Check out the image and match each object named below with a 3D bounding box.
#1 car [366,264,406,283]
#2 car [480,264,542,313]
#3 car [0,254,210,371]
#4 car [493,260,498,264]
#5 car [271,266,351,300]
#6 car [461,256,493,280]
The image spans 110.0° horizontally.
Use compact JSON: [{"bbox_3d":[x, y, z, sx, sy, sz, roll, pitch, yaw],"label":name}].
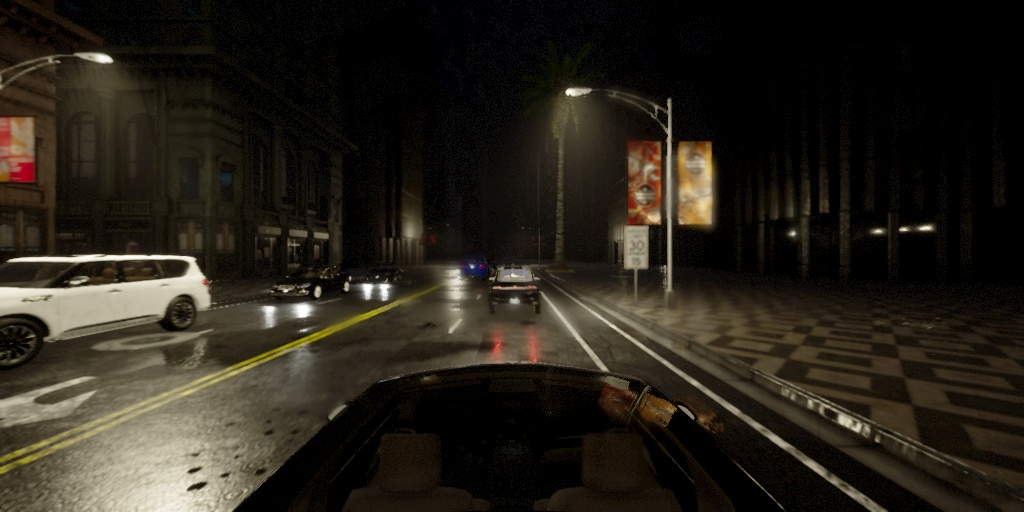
[{"bbox_3d":[-9.743,1.336,27.918,1.994,1.385,4.181,0,0,0],"label":"car"},{"bbox_3d":[0.104,1.252,13.959,2.128,1.511,4.902,0,0,0],"label":"car"},{"bbox_3d":[-9.842,0.978,8.067,2.150,2.045,5.566,0,0,0],"label":"car"},{"bbox_3d":[-3.145,1.295,51.945,1.837,1.490,4.892,0,-1,0],"label":"car"},{"bbox_3d":[-9.822,1.269,17.993,1.837,1.490,4.892,0,0,0],"label":"car"},{"bbox_3d":[-3.142,0.996,31.354,2.150,2.045,5.566,0,0,0],"label":"car"}]
